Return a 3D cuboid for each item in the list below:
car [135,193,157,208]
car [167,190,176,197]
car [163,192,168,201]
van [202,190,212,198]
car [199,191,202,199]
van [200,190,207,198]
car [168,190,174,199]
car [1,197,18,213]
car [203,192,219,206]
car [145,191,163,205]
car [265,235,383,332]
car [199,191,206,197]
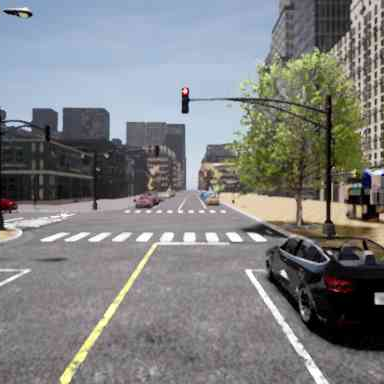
[{"bbox_3d":[-5.606,1.164,39.190,1.802,1.307,4.206,0,1,0],"label":"car"},{"bbox_3d":[-5.504,0.371,89.143,2.192,1.841,5.009,0,1,0],"label":"car"},{"bbox_3d":[-5.572,0.957,55.842,2.008,1.369,4.403,0,1,0],"label":"car"},{"bbox_3d":[2.798,0.807,50.274,1.690,1.788,3.998,0,1,0],"label":"van"},{"bbox_3d":[2.819,0.900,61.378,2.008,1.369,4.403,0,1,0],"label":"car"},{"bbox_3d":[2.866,0.456,83.578,1.690,1.788,3.998,0,1,0],"label":"van"},{"bbox_3d":[-5.539,0.758,72.323,1.752,1.417,4.829,0,1,0],"label":"car"},{"bbox_3d":[-17.211,1.068,28.215,4.507,1.381,1.887,1,0,-1],"label":"car"},{"bbox_3d":[2.786,1.048,44.895,1.752,1.417,4.829,0,1,0],"label":"car"},{"bbox_3d":[-5.594,0.839,44.737,2.192,1.841,5.009,0,1,0],"label":"car"},{"bbox_3d":[2.708,1.494,6.698,1.947,1.339,4.313,0,1,0],"label":"car"},{"bbox_3d":[2.877,0.580,89.301,1.752,1.417,4.829,0,1,0],"label":"car"}]
